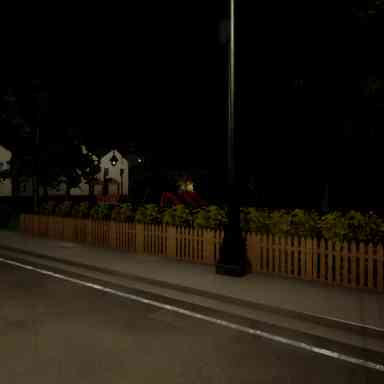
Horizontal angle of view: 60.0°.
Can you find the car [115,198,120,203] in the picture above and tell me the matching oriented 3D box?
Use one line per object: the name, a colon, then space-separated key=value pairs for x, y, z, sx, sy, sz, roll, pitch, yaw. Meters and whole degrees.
car: x=-13.133 y=1.491 z=66.610 sx=2.128 sy=1.511 sz=4.902 roll=0 pitch=0 yaw=38
